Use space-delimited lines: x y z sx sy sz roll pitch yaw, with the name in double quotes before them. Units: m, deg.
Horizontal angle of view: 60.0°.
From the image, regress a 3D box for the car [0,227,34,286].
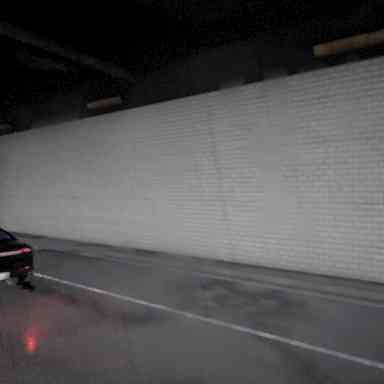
"car" -5.823 1.493 8.147 4.902 1.511 2.128 0 0 35
